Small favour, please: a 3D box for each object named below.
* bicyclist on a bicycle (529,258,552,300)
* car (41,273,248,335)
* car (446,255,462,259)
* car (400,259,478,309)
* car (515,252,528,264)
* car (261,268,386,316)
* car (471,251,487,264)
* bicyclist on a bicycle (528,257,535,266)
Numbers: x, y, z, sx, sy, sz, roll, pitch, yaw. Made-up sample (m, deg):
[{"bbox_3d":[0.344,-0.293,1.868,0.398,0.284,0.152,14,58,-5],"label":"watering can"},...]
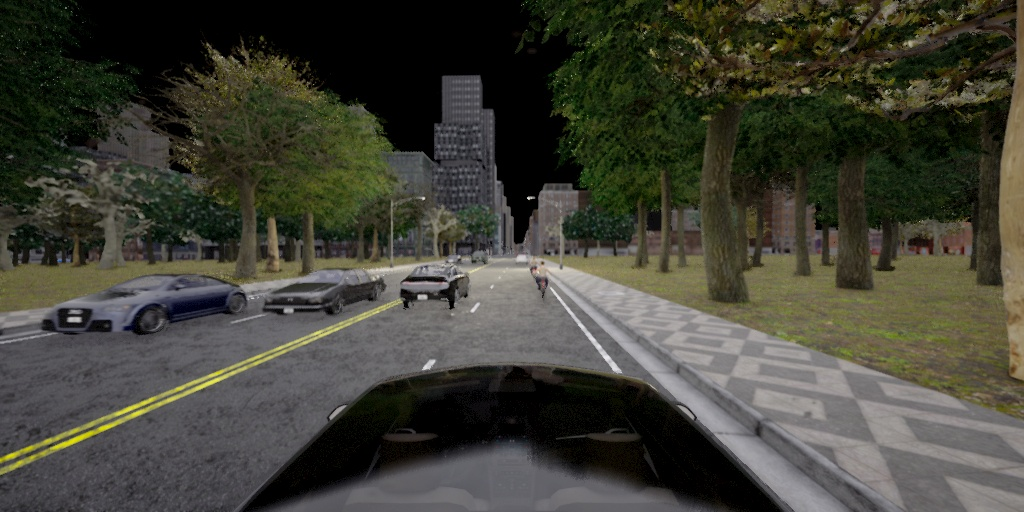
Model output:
[{"bbox_3d":[1.271,0.994,15.066,0.866,1.612,1.509,0,1,1],"label":"bicyclist on a bicycle"},{"bbox_3d":[-9.604,1.189,9.897,1.994,1.385,4.181,0,1,1],"label":"car"},{"bbox_3d":[-8.516,0.551,52.696,2.128,1.511,4.902,0,1,2],"label":"car"},{"bbox_3d":[-2.803,1.063,13.895,2.128,1.511,4.902,0,1,1],"label":"car"},{"bbox_3d":[1.557,0.522,58.469,1.812,1.442,4.674,0,1,1],"label":"car"},{"bbox_3d":[-6.281,1.132,12.839,2.033,1.411,5.357,0,1,1],"label":"car"},{"bbox_3d":[-5.154,0.236,56.775,2.150,2.045,5.566,0,0,2],"label":"car"},{"bbox_3d":[1.545,0.850,25.342,0.866,1.612,1.509,0,1,1],"label":"bicyclist on a bicycle"}]
